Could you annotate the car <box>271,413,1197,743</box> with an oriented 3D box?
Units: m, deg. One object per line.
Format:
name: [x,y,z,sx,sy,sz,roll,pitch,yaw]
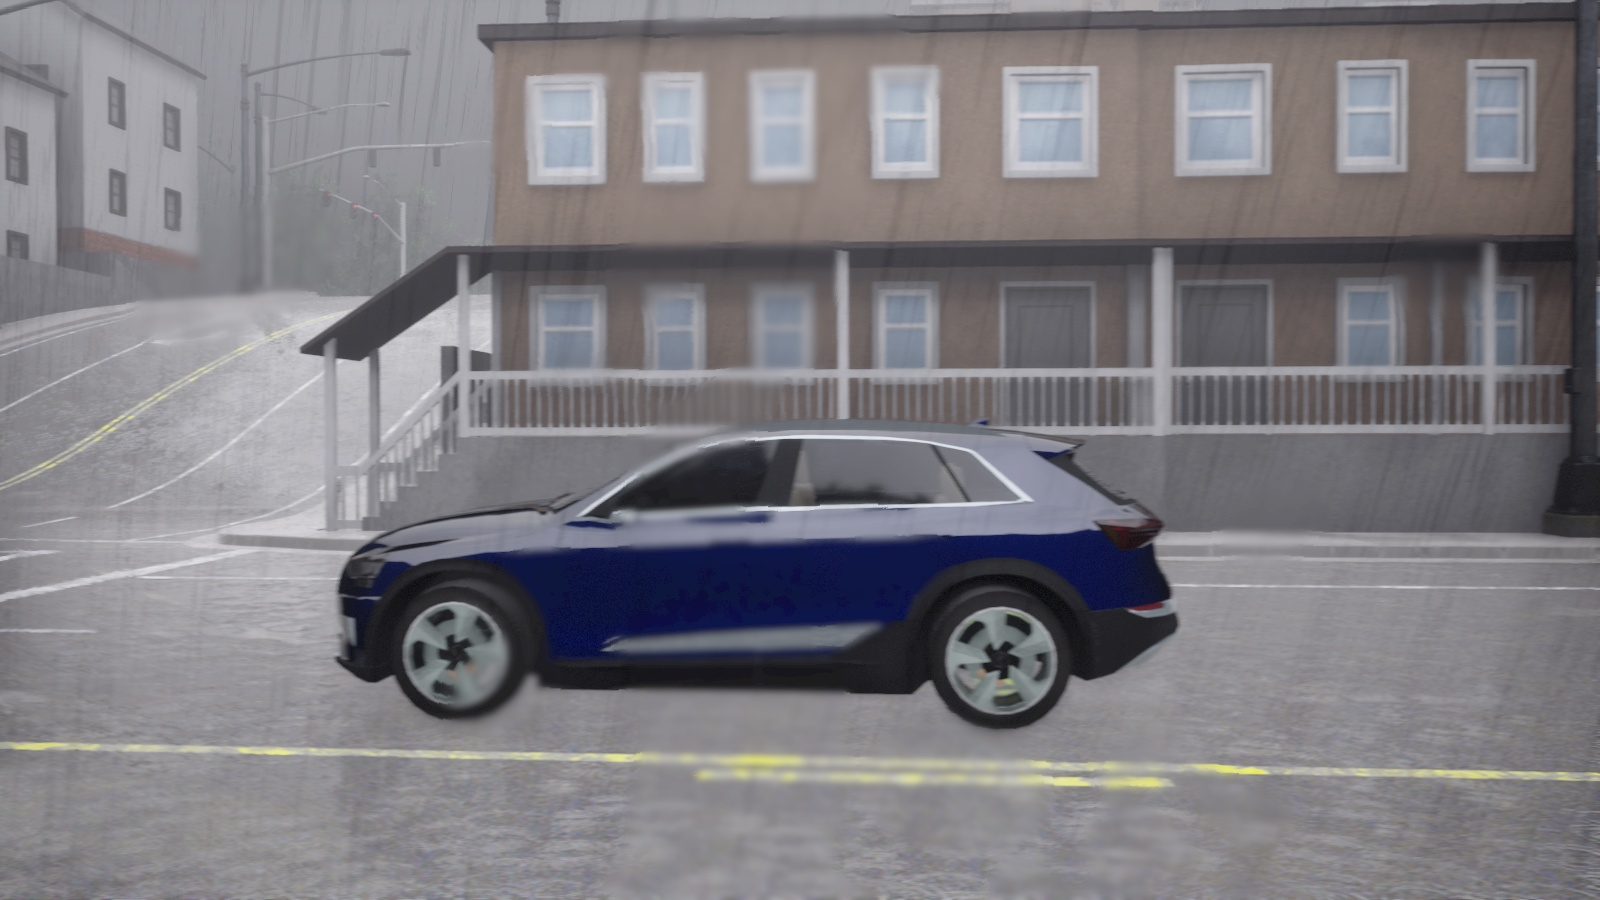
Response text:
car: [-0.339,0.628,7.558,4.856,1.649,2.033,0,1,5]
